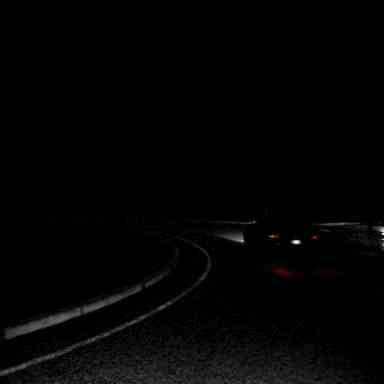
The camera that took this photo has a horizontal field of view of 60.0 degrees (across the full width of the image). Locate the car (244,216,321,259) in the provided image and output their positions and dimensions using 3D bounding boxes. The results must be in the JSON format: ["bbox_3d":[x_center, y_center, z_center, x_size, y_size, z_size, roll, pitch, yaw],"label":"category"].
[{"bbox_3d":[3.362,1.622,12.978,1.994,1.385,4.181,1,0,-2],"label":"car"}]
